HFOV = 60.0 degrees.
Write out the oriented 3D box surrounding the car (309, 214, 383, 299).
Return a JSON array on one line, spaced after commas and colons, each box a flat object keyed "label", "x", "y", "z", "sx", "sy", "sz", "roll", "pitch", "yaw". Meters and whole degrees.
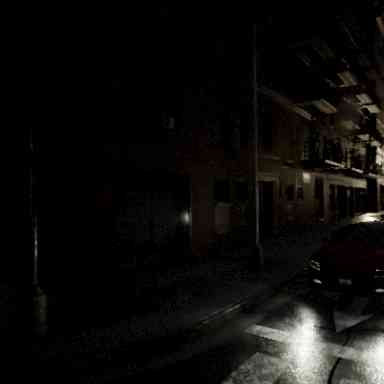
[{"label": "car", "x": 4.658, "y": 1.555, "z": 8.707, "sx": 1.882, "sy": 1.535, "sz": 5.008, "roll": -1, "pitch": -1, "yaw": 39}]
